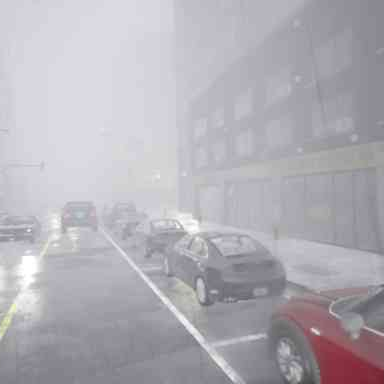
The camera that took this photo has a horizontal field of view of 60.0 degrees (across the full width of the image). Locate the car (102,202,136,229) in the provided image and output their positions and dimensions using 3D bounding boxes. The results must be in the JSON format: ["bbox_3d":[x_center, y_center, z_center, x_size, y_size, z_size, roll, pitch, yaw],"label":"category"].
[{"bbox_3d":[-5.099,1.626,23.714,2.192,1.841,5.009,-1,-1,-20],"label":"car"}]

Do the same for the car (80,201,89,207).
[{"bbox_3d":[-26.137,2.844,80.663,1.802,1.307,4.206,-1,-1,-21],"label":"car"}]

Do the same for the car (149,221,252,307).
[{"bbox_3d":[0.511,1.615,8.119,2.008,1.369,4.403,-1,-1,-20],"label":"car"}]

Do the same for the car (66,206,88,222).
[{"bbox_3d":[-11.209,2.107,32.402,1.895,1.301,4.718,-1,-1,-19],"label":"car"}]

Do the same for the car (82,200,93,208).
[{"bbox_3d":[-22.082,2.518,70.110,1.967,1.590,4.097,-1,-1,-21],"label":"car"}]

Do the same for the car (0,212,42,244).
[{"bbox_3d":[-9.096,1.934,17.533,1.895,1.301,4.718,-1,-1,-20],"label":"car"}]

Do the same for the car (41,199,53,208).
[{"bbox_3d":[-34.099,2.828,77.611,1.967,1.590,4.097,-1,-1,-21],"label":"car"}]

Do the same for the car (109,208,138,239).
[{"bbox_3d":[-3.226,1.794,18.513,1.947,1.339,4.313,-1,-1,-20],"label":"car"}]

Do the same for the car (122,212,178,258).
[{"bbox_3d":[-1.357,1.697,13.316,2.008,1.369,4.403,-1,-1,-20],"label":"car"}]

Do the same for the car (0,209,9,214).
[{"bbox_3d":[-13.114,2.005,20.819,1.947,1.339,4.313,-1,-1,-20],"label":"car"}]

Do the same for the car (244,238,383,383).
[{"bbox_3d":[2.378,1.422,2.923,1.967,1.590,4.097,-1,-1,-20],"label":"car"}]

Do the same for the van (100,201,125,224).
[{"bbox_3d":[-6.967,1.734,28.910,1.690,1.788,3.998,-1,-1,-20],"label":"van"}]

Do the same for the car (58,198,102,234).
[{"bbox_3d":[-7.575,1.568,22.358,2.150,2.045,5.566,-1,-1,-20],"label":"car"}]

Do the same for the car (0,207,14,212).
[{"bbox_3d":[-14.985,1.962,26.018,1.967,1.590,4.097,-1,-1,-20],"label":"car"}]
